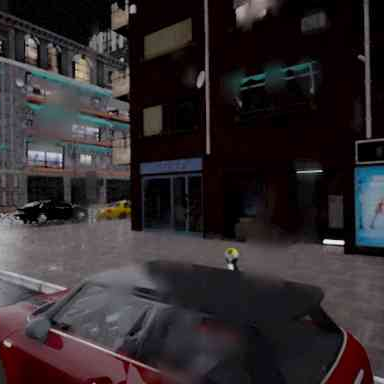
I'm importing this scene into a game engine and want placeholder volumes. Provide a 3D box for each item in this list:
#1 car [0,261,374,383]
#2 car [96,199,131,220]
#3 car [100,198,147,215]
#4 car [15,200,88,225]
[{"bbox_3d":[-0.501,1.439,3.310,4.097,1.590,1.967,0,-1,36],"label":"car"},{"bbox_3d":[-4.759,1.268,24.668,1.752,1.417,4.829,-1,0,36],"label":"car"},{"bbox_3d":[-6.497,1.361,32.078,1.994,1.385,4.181,-1,0,36],"label":"car"},{"bbox_3d":[-9.404,1.331,22.685,1.837,1.490,4.892,-2,-1,35],"label":"car"}]
